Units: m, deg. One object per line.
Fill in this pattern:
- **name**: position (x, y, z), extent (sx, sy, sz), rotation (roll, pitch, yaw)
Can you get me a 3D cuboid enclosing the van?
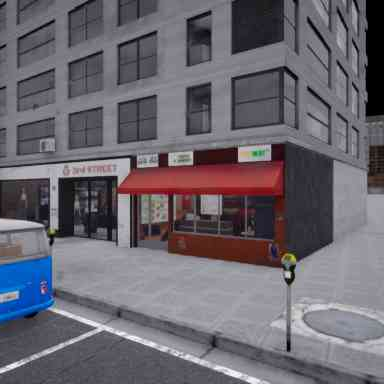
- **van**: position (-4.259, 1.341, 6.093), extent (3.998, 1.788, 1.690), rotation (0, 0, 35)
